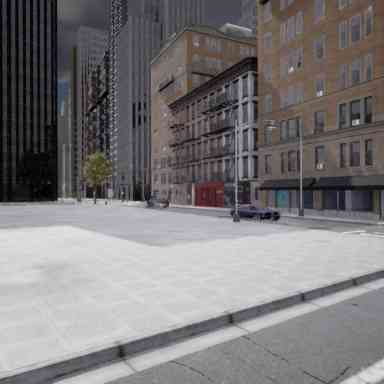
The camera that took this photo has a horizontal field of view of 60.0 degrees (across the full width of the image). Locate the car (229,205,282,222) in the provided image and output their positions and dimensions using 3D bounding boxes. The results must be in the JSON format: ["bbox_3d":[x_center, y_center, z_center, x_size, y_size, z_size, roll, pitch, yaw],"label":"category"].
[{"bbox_3d":[5.045,1.697,26.929,1.895,1.301,4.718,0,0,-26],"label":"car"}]

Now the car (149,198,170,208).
[{"bbox_3d":[-5.392,1.759,54.155,1.837,1.490,4.892,0,0,-26],"label":"car"}]

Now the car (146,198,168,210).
[{"bbox_3d":[-5.140,1.719,47.618,2.128,1.511,4.902,0,0,-26],"label":"car"}]
